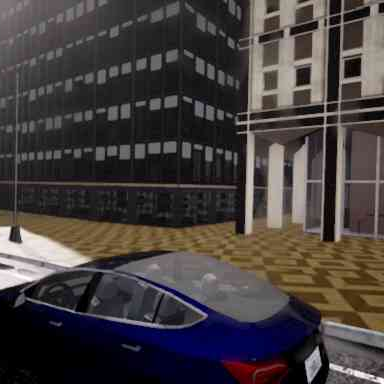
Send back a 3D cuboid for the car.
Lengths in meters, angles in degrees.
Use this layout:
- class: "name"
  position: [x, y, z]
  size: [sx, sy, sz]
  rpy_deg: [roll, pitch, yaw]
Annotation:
- class: "car"
  position: [-0.871, 1.498, 4.187]
  size: [4.792, 1.488, 2.163]
  rpy_deg: [0, 0, 36]
